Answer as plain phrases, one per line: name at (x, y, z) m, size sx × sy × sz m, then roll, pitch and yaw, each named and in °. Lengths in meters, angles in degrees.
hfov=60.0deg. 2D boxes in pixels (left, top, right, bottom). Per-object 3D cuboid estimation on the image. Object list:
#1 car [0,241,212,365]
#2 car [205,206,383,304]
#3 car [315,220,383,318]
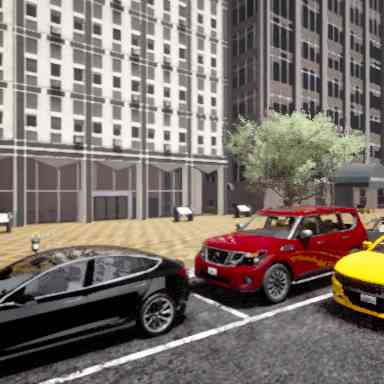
car at (-2.026, 1.566, 5.118) m, size 4.313 × 1.339 × 1.947 m, roll 0°, pitch 0°, yaw -36°
car at (2.469, 1.313, 8.325) m, size 5.009 × 1.841 × 2.192 m, roll 0°, pitch 0°, yaw -36°
car at (4.915, 1.475, 6.886) m, size 5.008 × 1.535 × 1.882 m, roll 0°, pitch 0°, yaw -35°
